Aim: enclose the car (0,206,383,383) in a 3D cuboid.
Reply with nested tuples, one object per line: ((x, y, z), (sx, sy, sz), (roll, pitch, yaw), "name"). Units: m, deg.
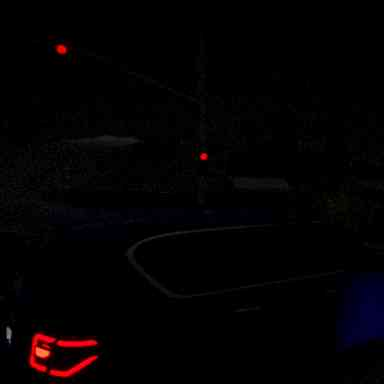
((0.767, 1.204, 4.169), (5.566, 2.045, 2.150), (0, 0, -33), "car")
